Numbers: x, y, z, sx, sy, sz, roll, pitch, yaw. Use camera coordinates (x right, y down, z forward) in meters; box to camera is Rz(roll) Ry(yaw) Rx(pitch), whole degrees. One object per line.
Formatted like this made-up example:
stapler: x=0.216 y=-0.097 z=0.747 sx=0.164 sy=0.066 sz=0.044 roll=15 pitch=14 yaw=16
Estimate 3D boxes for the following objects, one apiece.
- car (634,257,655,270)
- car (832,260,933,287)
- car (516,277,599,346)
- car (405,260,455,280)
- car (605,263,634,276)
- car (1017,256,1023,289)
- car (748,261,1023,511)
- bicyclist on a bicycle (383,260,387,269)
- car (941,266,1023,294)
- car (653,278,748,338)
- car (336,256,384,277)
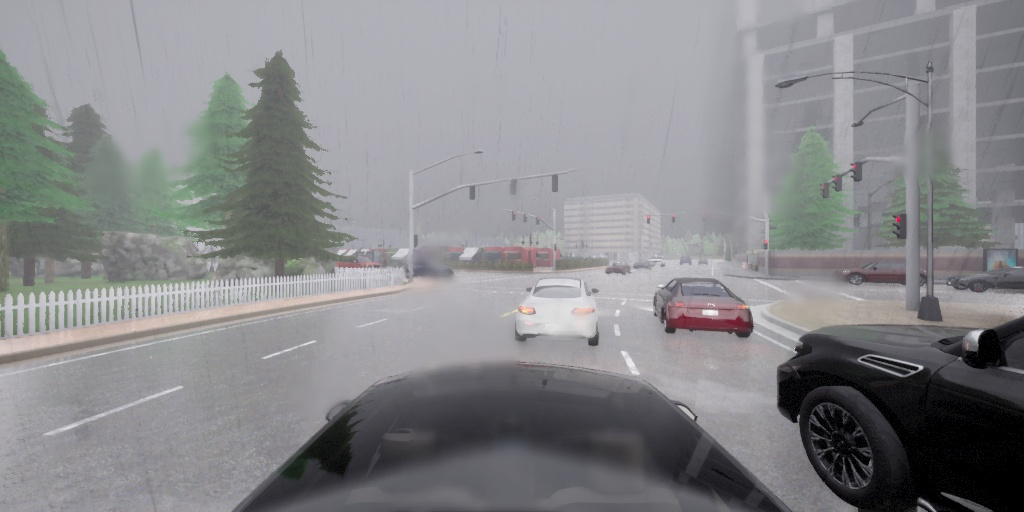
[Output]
car: x=18.982 y=1.297 z=52.106 sx=2.033 sy=1.411 sz=5.357 roll=0 pitch=0 yaw=29
car: x=25.926 y=1.157 z=25.385 sx=4.553 sy=1.767 sz=2.097 roll=0 pitch=0 yaw=30
car: x=1.279 y=1.276 z=9.421 sx=1.812 sy=1.442 sz=4.674 roll=0 pitch=0 yaw=11
car: x=-7.306 y=1.157 z=31.952 sx=4.553 sy=1.767 sz=2.097 roll=0 pitch=0 yaw=30
car: x=11.468 y=1.374 z=38.657 sx=1.895 sy=1.301 sz=4.718 roll=0 pitch=1 yaw=29
car: x=34.261 y=1.027 z=20.651 sx=5.566 sy=2.045 sz=2.150 roll=0 pitch=0 yaw=30
car: x=3.737 y=0.971 z=1.199 sx=2.150 sy=2.045 sz=5.566 roll=0 pitch=0 yaw=0
bicyclist on a bicycle: x=-15.714 y=1.258 z=44.291 sx=0.582 sy=1.620 sz=1.656 roll=0 pitch=0 yaw=-22
car: x=28.011 y=1.331 z=20.151 sx=4.674 sy=1.442 sz=1.812 roll=0 pitch=0 yaw=29
car: x=5.301 y=1.314 z=10.427 sx=1.994 sy=1.385 sz=4.181 roll=0 pitch=0 yaw=17
car: x=-15.646 y=1.027 z=36.692 sx=5.566 sy=2.045 sz=2.150 roll=0 pitch=0 yaw=30
